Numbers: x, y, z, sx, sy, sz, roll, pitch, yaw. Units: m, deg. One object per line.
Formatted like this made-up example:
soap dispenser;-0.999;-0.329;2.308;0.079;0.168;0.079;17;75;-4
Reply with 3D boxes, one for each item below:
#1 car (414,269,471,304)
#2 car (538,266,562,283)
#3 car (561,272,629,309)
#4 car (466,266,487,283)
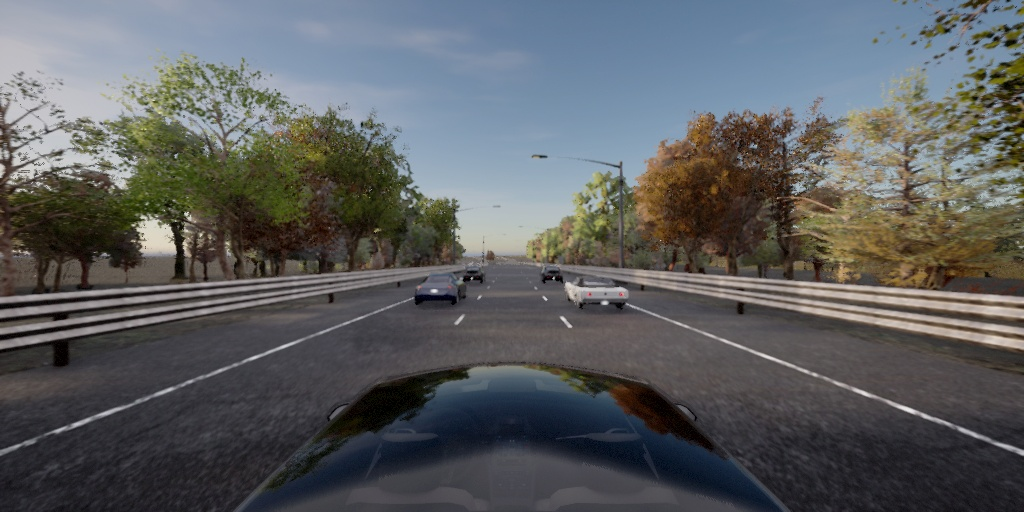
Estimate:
car;-3.410;1.538;17.754;1.994;1.385;4.181;0;-1;0
car;3.580;1.698;33.126;1.837;1.490;4.892;0;-1;0
car;3.591;1.551;16.083;1.895;1.301;4.718;0;-1;0
car;-3.419;1.699;33.133;1.837;1.490;4.892;0;-1;0
